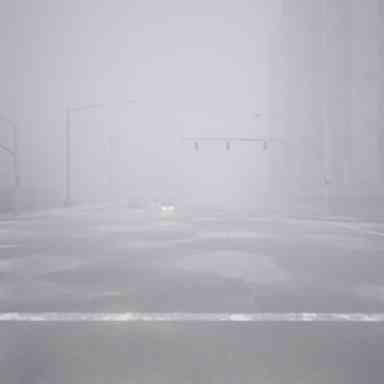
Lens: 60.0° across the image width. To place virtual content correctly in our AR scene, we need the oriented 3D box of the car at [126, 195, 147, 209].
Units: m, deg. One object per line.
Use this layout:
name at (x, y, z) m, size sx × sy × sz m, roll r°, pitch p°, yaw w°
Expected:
car at (-7.117, 1.251, 42.818) m, size 2.097 × 1.767 × 4.553 m, roll 0°, pitch 0°, yaw 1°

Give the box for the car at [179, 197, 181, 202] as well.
car at (-3.274, 1.431, 67.472) m, size 1.994 × 1.385 × 4.181 m, roll 0°, pitch 0°, yaw 1°

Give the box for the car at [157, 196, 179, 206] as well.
car at (-3.590, 1.377, 50.780) m, size 2.128 × 1.511 × 4.902 m, roll 0°, pitch 0°, yaw 1°

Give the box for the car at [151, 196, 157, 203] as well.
car at (-6.804, 1.402, 64.912) m, size 2.033 × 1.411 × 5.357 m, roll 0°, pitch 0°, yaw 1°
